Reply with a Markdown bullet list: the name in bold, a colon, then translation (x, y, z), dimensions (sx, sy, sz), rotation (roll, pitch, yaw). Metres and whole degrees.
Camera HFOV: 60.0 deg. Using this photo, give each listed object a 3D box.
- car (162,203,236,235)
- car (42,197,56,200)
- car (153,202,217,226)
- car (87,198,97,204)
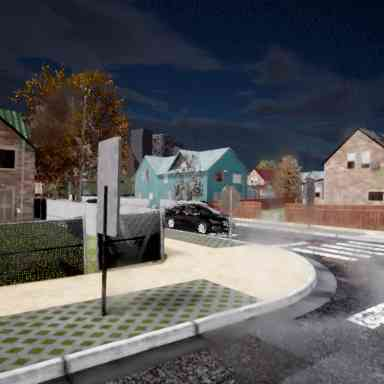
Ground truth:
- **car**: translation (0.377, 1.429, 18.531), dimensions (1.837, 1.490, 4.892), rotation (2, -1, -37)
- **car**: translation (-19.955, 1.374, 46.015), dimensions (1.994, 1.385, 4.181), rotation (2, -1, -37)
- **car**: translation (-0.658, 1.523, 24.661), dimensions (2.033, 1.411, 5.357), rotation (2, -1, -36)
- **car**: translation (-8.346, 1.373, 30.256), dimensions (1.837, 1.490, 4.892), rotation (2, -1, -37)
